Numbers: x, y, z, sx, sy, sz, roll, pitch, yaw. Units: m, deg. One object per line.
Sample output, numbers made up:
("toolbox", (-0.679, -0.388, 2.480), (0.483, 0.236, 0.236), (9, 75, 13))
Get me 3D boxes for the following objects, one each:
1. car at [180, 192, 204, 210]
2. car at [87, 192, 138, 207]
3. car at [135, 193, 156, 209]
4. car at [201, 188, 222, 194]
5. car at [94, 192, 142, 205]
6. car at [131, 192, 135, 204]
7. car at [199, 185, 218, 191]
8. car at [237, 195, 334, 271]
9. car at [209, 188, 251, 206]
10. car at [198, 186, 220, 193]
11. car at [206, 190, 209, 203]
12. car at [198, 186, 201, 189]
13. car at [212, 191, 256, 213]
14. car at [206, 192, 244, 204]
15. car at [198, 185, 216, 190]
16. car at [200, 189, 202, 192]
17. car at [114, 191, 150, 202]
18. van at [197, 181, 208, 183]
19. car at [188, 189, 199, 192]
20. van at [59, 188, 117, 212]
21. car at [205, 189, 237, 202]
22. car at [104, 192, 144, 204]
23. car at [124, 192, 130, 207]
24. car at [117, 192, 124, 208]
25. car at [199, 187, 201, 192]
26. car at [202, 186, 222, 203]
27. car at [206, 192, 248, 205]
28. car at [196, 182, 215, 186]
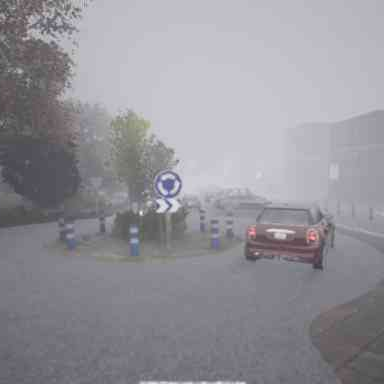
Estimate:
("car", (-0.171, 0.951, 31.659), (1.994, 1.385, 4.181), (0, 0, 0))
("car", (-9.007, 0.834, 38.015), (5.366, 1.575, 1.946), (0, 1, 0))
("car", (-3.878, 0.877, 32.612), (2.128, 1.511, 4.902), (0, 0, 0))
("car", (4.267, -0.233, 74.292), (4.674, 1.452, 2.002), (0, 3, 0))
("car", (-9.006, 0.806, 40.810), (5.366, 1.575, 1.946), (0, 1, 0))
("car", (-8.850, 0.886, 35.223), (4.792, 1.488, 2.163), (0, 0, 0))
("car", (4.261, -0.976, 88.188), (4.892, 1.521, 2.231), (0, 3, 0))
("car", (3.268, 1.078, 10.576), (2.097, 1.767, 4.553), (1, 3, 27))
("car", (4.227, 0.742, 32.503), (4.553, 1.767, 2.185), (0, 0, 0))
("car", (4.081, -0.698, 82.628), (5.366, 1.575, 1.946), (0, 3, 0))
("car", (4.264, 0.857, 35.282), (5.008, 1.535, 2.097), (0, 1, 0))
("car", (4.269, -0.009, 68.723), (5.008, 1.535, 2.097), (0, 3, 0))
("car", (4.286, 0.902, 26.933), (4.792, 1.488, 2.163), (0, 0, 0))
("car", (4.289, 0.800, 43.645), (4.792, 1.488, 2.163), (0, 1, 0))
("car", (4.263, -1.260, 93.748), (5.008, 1.535, 2.097), (0, 3, 0))
("car", (4.232, 0.539, 54.799), (4.792, 1.488, 2.163), (0, 2, 0))
("car", (-8.814, 0.660, 49.046), (5.008, 1.535, 2.097), (0, 1, 0))
("van", (4.151, -1.344, 90.956), (4.442, 1.987, 1.878), (0, 3, 0))
("car", (-0.179, 0.611, 52.841), (1.812, 1.442, 4.674), (0, 2, 0))
("van", (-8.696, 0.648, 26.852), (4.442, 1.987, 1.878), (1, 0, 0))
("car", (4.292, 0.531, 49.222), (4.553, 1.767, 2.185), (0, 1, 0))
("car", (-8.791, 0.801, 43.466), (4.792, 1.488, 2.163), (0, 1, 0))
("car", (-8.825, 0.907, 32.311), (4.674, 1.452, 2.002), (0, 0, 0))
("car", (-8.825, 0.909, 29.526), (4.674, 1.452, 2.002), (0, 0, 0))
("car", (4.260, 0.264, 63.151), (4.674, 1.452, 2.002), (0, 2, 0))
("car", (4.230, 0.586, 38.074), (5.566, 2.045, 2.435), (0, 1, 0))
("car", (4.266, 0.810, 40.866), (4.892, 1.521, 2.231), (0, 1, 0))
("car", (4.237, -0.665, 77.056), (5.566, 2.045, 2.435), (0, 3, 0))
